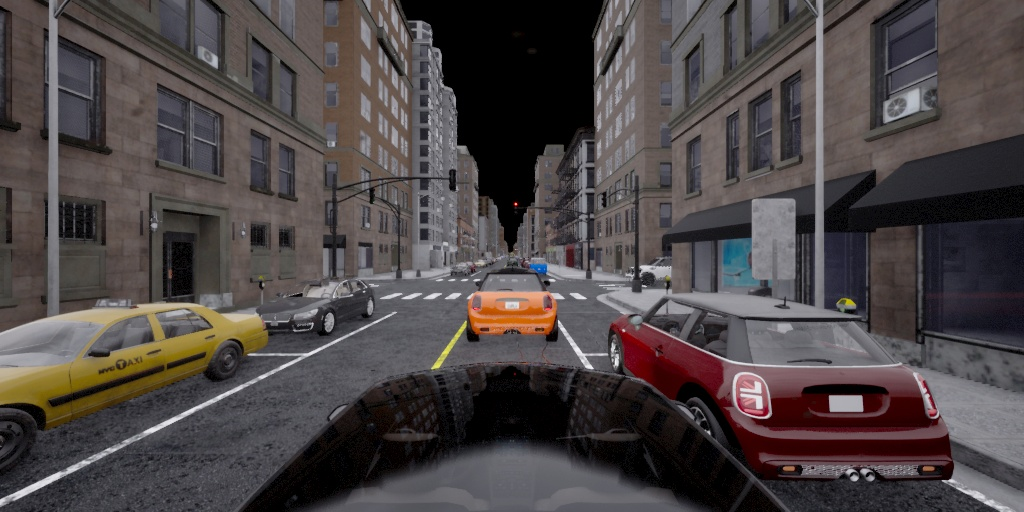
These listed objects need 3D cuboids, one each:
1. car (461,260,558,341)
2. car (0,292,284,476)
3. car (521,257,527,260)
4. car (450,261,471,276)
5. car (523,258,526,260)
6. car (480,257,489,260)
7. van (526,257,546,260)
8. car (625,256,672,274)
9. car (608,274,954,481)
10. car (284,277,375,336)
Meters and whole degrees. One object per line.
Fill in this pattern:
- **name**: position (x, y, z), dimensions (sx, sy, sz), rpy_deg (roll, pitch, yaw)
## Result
- **car**: position (0.024, 1.102, 9.993), dimensions (2.097, 1.767, 4.553), rpy_deg (0, 0, 0)
- **car**: position (-5.383, 1.275, 4.606), dimensions (1.751, 1.417, 4.829), rpy_deg (0, 0, 0)
- **car**: position (2.726, 1.324, 60.098), dimensions (1.802, 1.307, 4.207), rpy_deg (0, 0, 0)
- **car**: position (-5.333, 1.298, 37.376), dimensions (2.007, 1.370, 4.403), rpy_deg (0, 0, 0)
- **car**: position (2.709, 1.329, 48.735), dimensions (1.802, 1.307, 4.207), rpy_deg (0, 0, 0)
- **car**: position (-5.299, 1.268, 59.934), dimensions (1.751, 1.417, 4.829), rpy_deg (0, 0, 0)
- **van**: position (2.692, 1.088, 37.373), dimensions (1.690, 1.789, 3.998), rpy_deg (0, 0, 0)
- **car**: position (10.875, 1.044, 25.198), dimensions (5.566, 2.045, 2.150), rpy_deg (0, 0, 0)
- **car**: position (2.642, 1.190, 4.773), dimensions (1.967, 1.591, 4.097), rpy_deg (0, 0, 0)
- **car**: position (-5.375, 1.300, 10.295), dimensions (2.007, 1.370, 4.403), rpy_deg (0, 0, 0)
